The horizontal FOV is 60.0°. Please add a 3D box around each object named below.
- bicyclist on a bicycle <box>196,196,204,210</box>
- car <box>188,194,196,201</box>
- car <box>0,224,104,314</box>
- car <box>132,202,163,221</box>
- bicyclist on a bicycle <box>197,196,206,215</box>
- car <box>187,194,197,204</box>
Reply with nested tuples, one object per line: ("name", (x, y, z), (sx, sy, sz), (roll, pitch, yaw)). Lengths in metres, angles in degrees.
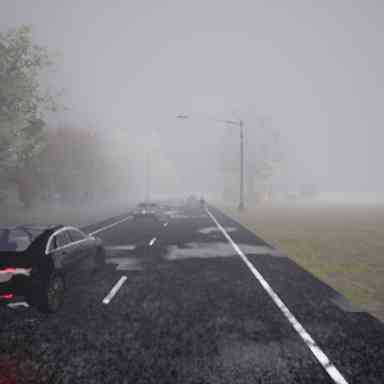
("bicyclist on a bicycle", (0.980, 1.299, 39.908), (0.866, 1.612, 1.509), (0, 0, 0))
("car", (-0.002, 1.242, 76.118), (1.837, 1.490, 4.892), (0, 0, 0))
("car", (-3.402, 1.465, 7.522), (2.128, 1.511, 4.902), (0, 0, 0))
("car", (-3.401, 1.458, 26.035), (2.033, 1.411, 5.357), (0, 0, 0))
("bicyclist on a bicycle", (0.965, 1.265, 30.705), (0.659, 1.776, 1.843), (0, 0, 0))
("car", (0.037, 1.272, 60.199), (1.882, 1.535, 5.008), (0, 0, 1))
